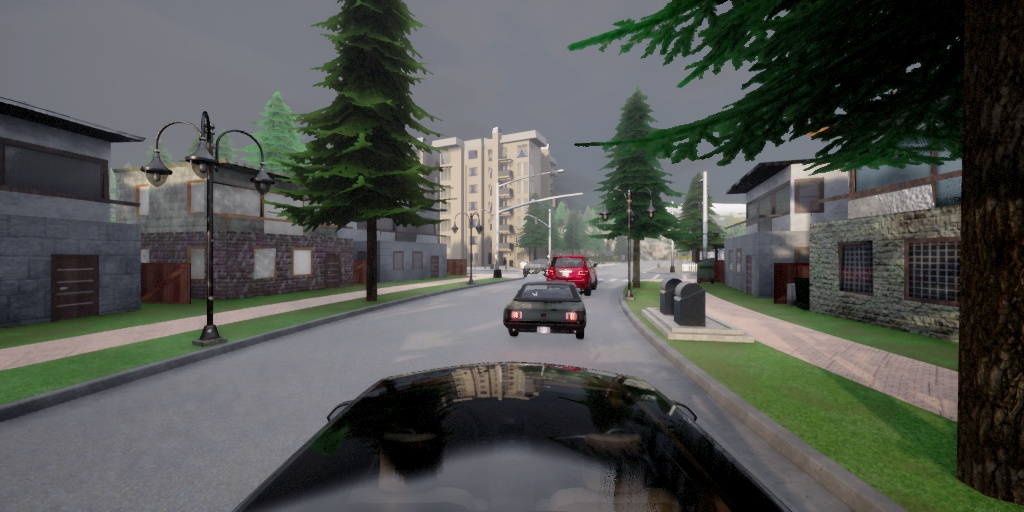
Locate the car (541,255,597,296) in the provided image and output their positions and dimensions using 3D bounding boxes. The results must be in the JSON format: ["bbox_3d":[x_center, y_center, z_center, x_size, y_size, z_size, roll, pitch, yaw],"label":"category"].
[{"bbox_3d":[3.369,0.971,19.631,2.150,2.045,5.566,0,0,18],"label":"car"}]

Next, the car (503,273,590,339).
[{"bbox_3d":[1.073,1.351,10.135,1.895,1.301,4.718,0,0,9],"label":"car"}]

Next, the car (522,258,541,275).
[{"bbox_3d":[2.324,0.865,27.243,1.837,1.490,4.892,0,0,24],"label":"car"}]
